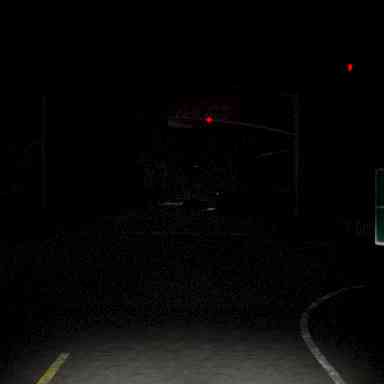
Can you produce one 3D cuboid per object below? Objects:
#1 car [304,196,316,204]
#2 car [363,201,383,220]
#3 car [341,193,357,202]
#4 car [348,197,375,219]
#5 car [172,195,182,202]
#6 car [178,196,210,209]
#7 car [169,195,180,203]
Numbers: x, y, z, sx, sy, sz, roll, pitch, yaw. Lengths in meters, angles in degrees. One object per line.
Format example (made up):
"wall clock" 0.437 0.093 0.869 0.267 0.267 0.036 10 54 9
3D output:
"car" 22.368 1.552 64.085 1.970 1.475 3.806 0 0 0
"car" 18.631 1.672 30.680 4.611 1.667 2.242 0 0 0
"car" 34.755 1.489 71.902 2.007 1.523 4.514 0 0 0
"car" 14.316 1.505 25.001 3.866 1.878 1.905 0 0 0
"car" -3.605 1.540 80.423 2.033 1.411 5.357 0 0 0
"car" 0.574 1.679 48.667 4.181 1.385 1.994 1 2 31
"car" -3.593 1.350 69.257 2.097 1.767 4.553 0 0 0
